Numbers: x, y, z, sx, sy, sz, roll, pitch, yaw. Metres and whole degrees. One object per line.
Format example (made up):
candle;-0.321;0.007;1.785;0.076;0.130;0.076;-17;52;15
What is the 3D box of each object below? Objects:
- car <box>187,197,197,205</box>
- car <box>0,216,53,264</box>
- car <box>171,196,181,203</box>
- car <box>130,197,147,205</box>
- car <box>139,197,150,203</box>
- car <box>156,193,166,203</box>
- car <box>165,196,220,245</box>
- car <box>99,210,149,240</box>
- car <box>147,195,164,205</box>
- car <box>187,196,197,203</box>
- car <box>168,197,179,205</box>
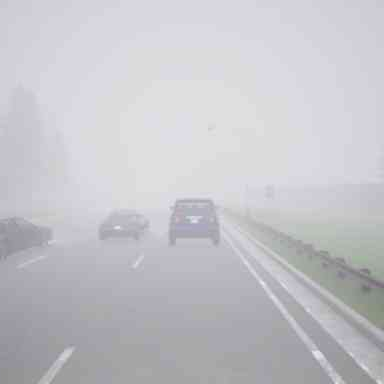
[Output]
car;-0.018;1.669;64.067;1.837;1.490;4.892;0;0;0
car;-6.907;1.578;11.909;2.033;1.411;5.357;0;0;0
car;-3.520;1.618;73.658;2.033;1.411;5.357;0;0;0
car;-10.518;1.710;63.231;2.033;1.411;5.357;0;0;0
car;-10.520;1.674;73.686;1.895;1.301;4.718;0;0;0
car;-7.021;1.330;74.521;2.150;2.045;5.566;0;0;0
car;0.095;1.262;15.850;2.150;2.045;5.566;0;0;0
car;-3.407;1.609;17.275;1.994;1.385;4.181;0;0;0
car;-7.018;1.767;64.512;1.895;1.301;4.718;0;0;0
car;-0.020;1.631;73.659;1.994;1.385;4.181;0;0;0
car;-3.518;1.727;63.649;1.994;1.385;4.181;0;0;0
